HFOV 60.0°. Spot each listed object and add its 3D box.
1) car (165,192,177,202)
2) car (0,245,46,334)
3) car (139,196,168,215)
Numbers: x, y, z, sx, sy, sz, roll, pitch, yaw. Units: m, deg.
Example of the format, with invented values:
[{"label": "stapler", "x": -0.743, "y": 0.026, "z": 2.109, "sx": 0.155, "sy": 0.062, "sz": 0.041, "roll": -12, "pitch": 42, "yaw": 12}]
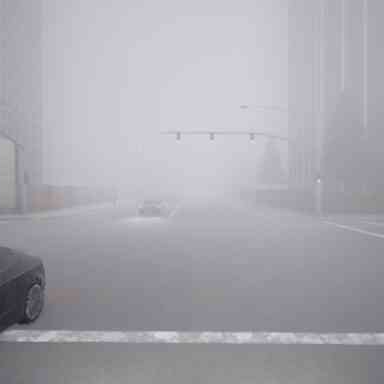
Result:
[{"label": "car", "x": -3.433, "y": 0.808, "z": 55.431, "sx": 2.128, "sy": 1.511, "sz": 4.902, "roll": 0, "pitch": 1, "yaw": 0}, {"label": "car", "x": -3.494, "y": 1.463, "z": 4.193, "sx": 1.812, "sy": 1.442, "sz": 4.674, "roll": 0, "pitch": 1, "yaw": 0}, {"label": "car", "x": -3.465, "y": 1.297, "z": 29.267, "sx": 1.895, "sy": 1.301, "sz": 4.718, "roll": 0, "pitch": 1, "yaw": 0}]
